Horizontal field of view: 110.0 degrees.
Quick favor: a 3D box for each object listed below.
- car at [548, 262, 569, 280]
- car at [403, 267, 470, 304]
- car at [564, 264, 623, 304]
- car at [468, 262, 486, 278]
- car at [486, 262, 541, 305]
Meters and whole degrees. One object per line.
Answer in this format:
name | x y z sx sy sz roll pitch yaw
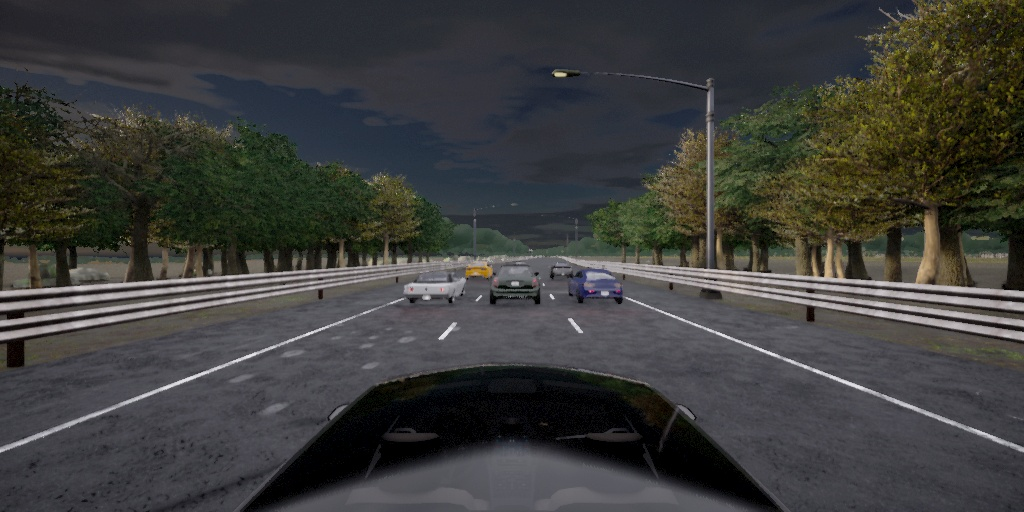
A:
car | 4.194 1.252 31.020 2.128 1.511 4.902 0 0 3
car | -3.325 1.368 16.429 1.895 1.301 4.718 0 0 1
car | 3.673 1.285 16.235 1.812 1.442 4.674 0 0 1
car | -2.798 1.240 31.349 1.882 1.535 5.008 0 0 3
car | 0.173 1.118 16.287 2.097 1.767 4.553 0 0 1
